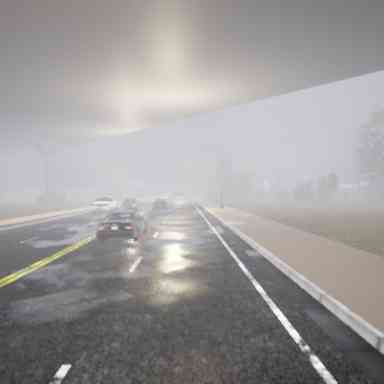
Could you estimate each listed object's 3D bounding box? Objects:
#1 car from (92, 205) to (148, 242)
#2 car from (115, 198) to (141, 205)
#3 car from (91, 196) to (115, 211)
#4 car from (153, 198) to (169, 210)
[{"bbox_3d":[-3.462,1.636,17.138,2.033,1.411,5.357,-2,0,-1],"label":"car"},{"bbox_3d":[-7.388,1.541,39.909,2.097,1.767,4.553,-2,0,-1],"label":"car"},{"bbox_3d":[-10.649,1.511,40.756,2.150,2.045,5.566,-2,0,-1],"label":"car"},{"bbox_3d":[-4.111,1.570,44.350,1.882,1.535,5.008,-2,0,-1],"label":"car"}]
